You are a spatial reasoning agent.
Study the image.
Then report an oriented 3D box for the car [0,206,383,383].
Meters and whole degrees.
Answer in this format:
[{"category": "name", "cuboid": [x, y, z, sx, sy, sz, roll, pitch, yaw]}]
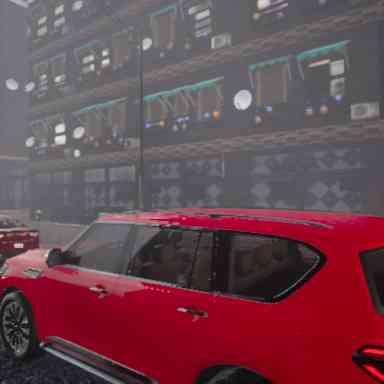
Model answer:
[{"category": "car", "cuboid": [-0.242, 1.199, 4.137, 5.566, 2.045, 2.150, 1, 0, 36]}]
